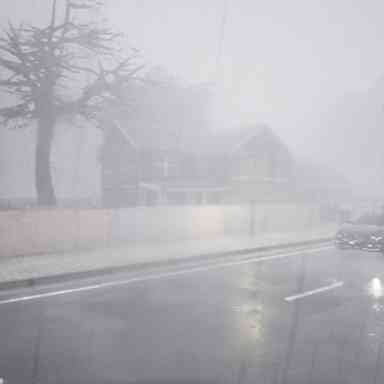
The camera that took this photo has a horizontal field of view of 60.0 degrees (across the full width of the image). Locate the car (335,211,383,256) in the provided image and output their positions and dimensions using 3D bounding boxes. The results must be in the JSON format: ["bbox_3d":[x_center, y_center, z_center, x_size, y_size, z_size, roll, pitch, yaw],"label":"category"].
[{"bbox_3d":[7.582,1.531,13.091,4.892,1.490,1.837,0,0,-36],"label":"car"}]
